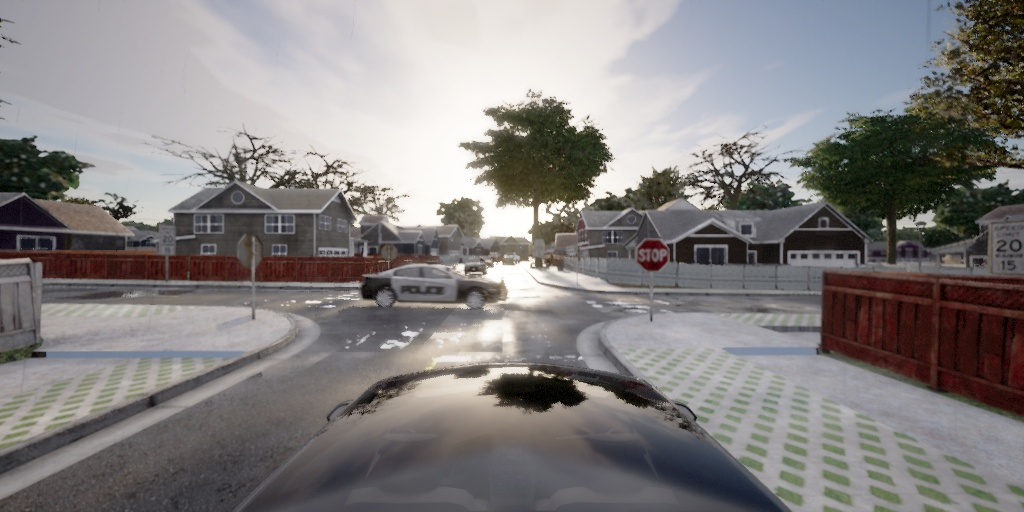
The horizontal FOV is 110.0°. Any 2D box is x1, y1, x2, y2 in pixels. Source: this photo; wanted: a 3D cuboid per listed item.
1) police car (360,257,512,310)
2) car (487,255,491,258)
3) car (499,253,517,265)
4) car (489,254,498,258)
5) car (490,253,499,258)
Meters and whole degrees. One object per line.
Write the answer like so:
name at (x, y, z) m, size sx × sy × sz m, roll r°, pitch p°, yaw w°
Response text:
police car at (-2.754, 0.977, 13.083) m, size 5.238 × 1.638 × 1.930 m, roll 1°, pitch 0°, yaw -1°
car at (-3.190, 0.858, 32.163) m, size 1.837 × 1.490 × 4.892 m, roll 0°, pitch 0°, yaw -1°
car at (-0.631, 0.639, 58.353) m, size 2.128 × 1.511 × 4.902 m, roll 0°, pitch 0°, yaw 0°
car at (-3.348, 0.780, 47.112) m, size 2.033 × 1.411 × 5.357 m, roll 0°, pitch 1°, yaw 0°
car at (-3.245, 0.276, 62.629) m, size 2.097 × 1.767 × 4.553 m, roll 0°, pitch 0°, yaw 4°
